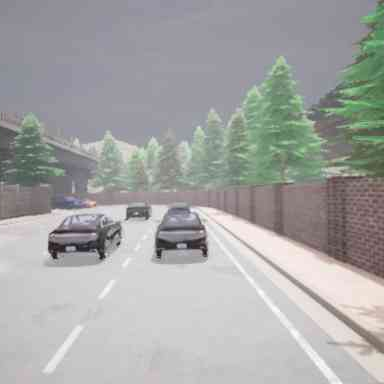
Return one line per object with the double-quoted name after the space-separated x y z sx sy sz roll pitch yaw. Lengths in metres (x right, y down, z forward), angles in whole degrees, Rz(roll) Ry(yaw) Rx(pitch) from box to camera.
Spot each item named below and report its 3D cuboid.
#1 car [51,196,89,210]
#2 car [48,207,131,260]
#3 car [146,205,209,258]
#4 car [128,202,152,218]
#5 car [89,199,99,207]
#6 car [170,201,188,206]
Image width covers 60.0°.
-18.420 1.623 48.951 5.566 2.045 2.150 -1 -1 27 "car"
-3.912 1.579 12.897 2.128 1.511 4.902 -1 0 -2 "car"
-0.414 1.511 13.011 2.128 1.511 4.902 -1 0 -2 "car"
-4.620 1.592 29.442 1.882 1.535 5.008 -1 0 -2 "car"
-16.706 1.719 51.987 4.553 1.767 2.097 -1 0 27 "car"
-1.068 1.551 28.145 1.837 1.490 4.892 -1 0 -2 "car"
